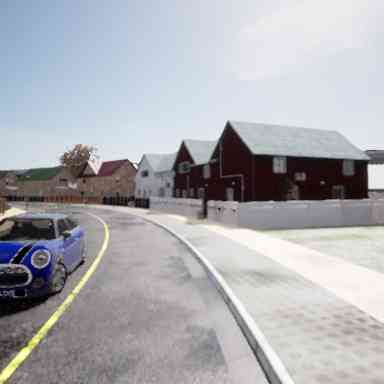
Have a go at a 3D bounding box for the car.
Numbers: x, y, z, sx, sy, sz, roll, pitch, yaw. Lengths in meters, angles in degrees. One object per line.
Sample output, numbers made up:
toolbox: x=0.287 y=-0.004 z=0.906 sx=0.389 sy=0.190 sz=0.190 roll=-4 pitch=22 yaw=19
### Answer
car: x=-4.129 y=1.367 z=8.585 sx=2.097 sy=1.767 sz=4.553 roll=0 pitch=0 yaw=-7
